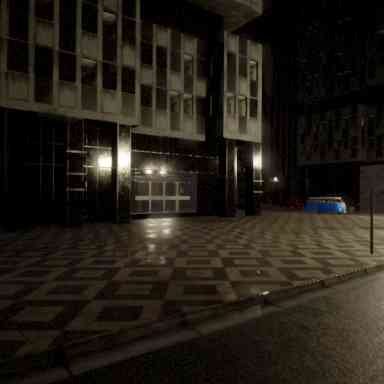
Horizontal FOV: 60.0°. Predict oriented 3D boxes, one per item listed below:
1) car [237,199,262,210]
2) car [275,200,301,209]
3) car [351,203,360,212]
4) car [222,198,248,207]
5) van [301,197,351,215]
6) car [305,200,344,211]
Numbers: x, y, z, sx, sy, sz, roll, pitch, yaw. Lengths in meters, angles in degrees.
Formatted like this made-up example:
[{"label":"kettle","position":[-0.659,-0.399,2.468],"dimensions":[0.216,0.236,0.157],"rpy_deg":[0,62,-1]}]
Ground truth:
[{"label":"car","position":[7.124,1.700,43.301],"dimensions":[1.887,1.381,4.507],"rpy_deg":[0,0,-36]},{"label":"car","position":[14.056,1.811,48.262],"dimensions":[1.802,1.307,4.206],"rpy_deg":[0,0,-36]},{"label":"car","position":[20.622,1.717,39.068],"dimensions":[1.947,1.339,4.313],"rpy_deg":[0,0,-36]},{"label":"car","position":[7.391,1.831,57.594],"dimensions":[1.752,1.417,4.829],"rpy_deg":[0,0,-36]},{"label":"van","position":[13.690,1.418,34.108],"dimensions":[1.690,1.788,3.998],"rpy_deg":[0,0,-36]},{"label":"car","position":[17.339,1.741,43.665],"dimensions":[2.008,1.369,4.403],"rpy_deg":[0,0,-36]}]
